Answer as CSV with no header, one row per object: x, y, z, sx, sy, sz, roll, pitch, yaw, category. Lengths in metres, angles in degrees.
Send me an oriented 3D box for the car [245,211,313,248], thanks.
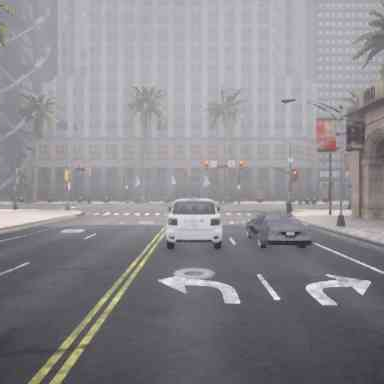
3.596,1.562,14.606,2.033,1.411,5.357,0,0,0,car

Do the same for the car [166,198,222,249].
0.096,1.257,14.662,2.150,2.045,5.566,0,0,0,car
